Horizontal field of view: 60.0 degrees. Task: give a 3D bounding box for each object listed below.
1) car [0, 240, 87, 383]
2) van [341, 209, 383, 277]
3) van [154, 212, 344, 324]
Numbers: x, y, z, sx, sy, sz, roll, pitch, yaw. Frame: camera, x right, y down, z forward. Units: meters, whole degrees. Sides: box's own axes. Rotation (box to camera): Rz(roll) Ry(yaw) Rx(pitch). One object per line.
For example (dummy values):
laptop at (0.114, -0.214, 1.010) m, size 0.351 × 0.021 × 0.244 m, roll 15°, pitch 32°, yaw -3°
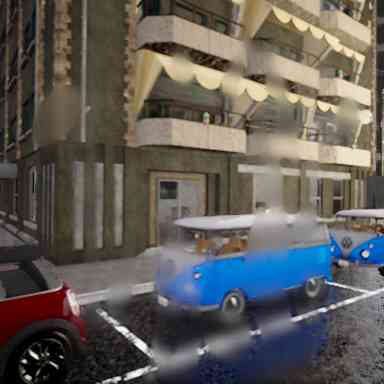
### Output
car at (-3.415, 1.434, 3.656) m, size 4.097 × 1.590 × 1.967 m, roll 1°, pitch 0°, yaw -36°
van at (5.842, 1.431, 10.275) m, size 3.998 × 1.788 × 1.690 m, roll 1°, pitch 0°, yaw -36°
van at (1.214, 1.382, 6.965) m, size 3.998 × 1.788 × 1.690 m, roll 1°, pitch 0°, yaw -36°
